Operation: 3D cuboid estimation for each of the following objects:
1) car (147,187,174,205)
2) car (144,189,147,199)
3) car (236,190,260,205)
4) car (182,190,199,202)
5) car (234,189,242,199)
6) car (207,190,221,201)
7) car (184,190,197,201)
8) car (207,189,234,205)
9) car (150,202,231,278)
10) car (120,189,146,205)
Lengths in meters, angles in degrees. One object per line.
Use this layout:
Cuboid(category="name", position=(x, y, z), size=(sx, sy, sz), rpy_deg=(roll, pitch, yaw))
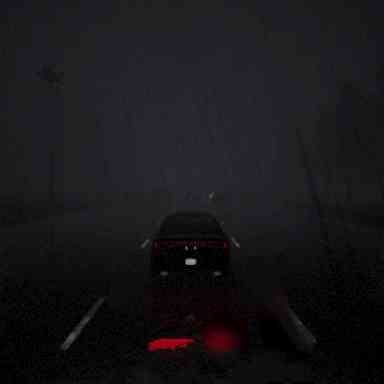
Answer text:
Cuboid(category="car", position=(-3.653, 0.425, 39.368), size=(2.150, 2.045, 5.566), rpy_deg=(0, 1, 0))
Cuboid(category="car", position=(-7.193, 0.339, 50.110), size=(2.097, 1.767, 4.553), rpy_deg=(0, 1, 0))
Cuboid(category="car", position=(6.845, 0.758, 39.898), size=(1.994, 1.385, 4.181), rpy_deg=(0, 1, 0))
Cuboid(category="car", position=(-0.156, 0.756, 39.948), size=(1.994, 1.385, 4.181), rpy_deg=(0, 1, 0))
Cuboid(category="car", position=(6.807, 0.339, 50.152), size=(2.097, 1.767, 4.553), rpy_deg=(0, 1, 0))
Cuboid(category="car", position=(3.308, 0.511, 50.212), size=(1.812, 1.442, 4.674), rpy_deg=(0, 1, 0))
Cuboid(category="car", position=(-0.192, 0.486, 50.370), size=(1.837, 1.490, 4.892), rpy_deg=(0, 1, 0))
Cuboid(category="car", position=(3.346, 0.692, 39.521), size=(2.128, 1.511, 4.902), rpy_deg=(0, 1, 0))
Cuboid(category="car", position=(-0.036, 1.282, 9.554), size=(1.882, 1.535, 5.008), rpy_deg=(0, 1, 0))
Cuboid(category="car", position=(-7.153, 0.751, 39.354), size=(2.033, 1.411, 5.357), rpy_deg=(0, 1, 0))
